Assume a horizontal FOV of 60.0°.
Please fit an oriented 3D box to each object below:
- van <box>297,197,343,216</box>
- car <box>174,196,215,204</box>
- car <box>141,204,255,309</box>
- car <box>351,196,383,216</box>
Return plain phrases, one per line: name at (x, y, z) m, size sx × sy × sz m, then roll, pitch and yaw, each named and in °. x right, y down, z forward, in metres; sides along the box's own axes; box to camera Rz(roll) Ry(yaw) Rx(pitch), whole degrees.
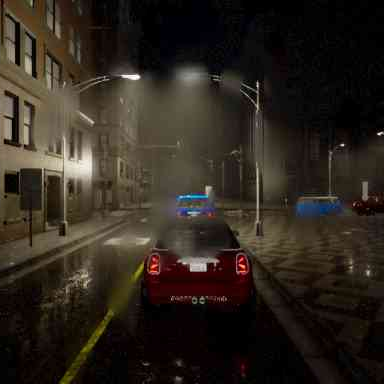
van at (11.749, 1.349, 30.736) m, size 3.998 × 1.788 × 1.690 m, roll 0°, pitch 0°, yaw -1°
car at (0.113, 1.207, 17.857) m, size 2.150 × 2.045 × 5.566 m, roll 0°, pitch 0°, yaw 0°
car at (0.108, 1.346, 7.989) m, size 2.097 × 1.767 × 4.553 m, roll 0°, pitch 0°, yaw 0°
car at (17.390, 1.322, 30.818) m, size 5.009 × 1.841 × 2.192 m, roll 0°, pitch 0°, yaw -1°
